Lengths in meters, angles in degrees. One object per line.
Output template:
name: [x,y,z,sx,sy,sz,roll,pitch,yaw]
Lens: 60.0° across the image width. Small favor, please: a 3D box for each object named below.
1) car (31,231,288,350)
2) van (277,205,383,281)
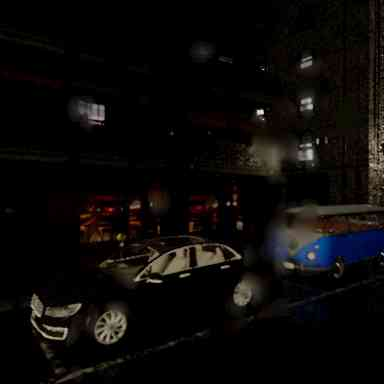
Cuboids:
car: [-0.527,1.529,6.127,4.403,1.369,2.008,-1,1,-35]
van: [4.112,1.279,9.429,3.998,1.788,1.690,-1,1,-35]
